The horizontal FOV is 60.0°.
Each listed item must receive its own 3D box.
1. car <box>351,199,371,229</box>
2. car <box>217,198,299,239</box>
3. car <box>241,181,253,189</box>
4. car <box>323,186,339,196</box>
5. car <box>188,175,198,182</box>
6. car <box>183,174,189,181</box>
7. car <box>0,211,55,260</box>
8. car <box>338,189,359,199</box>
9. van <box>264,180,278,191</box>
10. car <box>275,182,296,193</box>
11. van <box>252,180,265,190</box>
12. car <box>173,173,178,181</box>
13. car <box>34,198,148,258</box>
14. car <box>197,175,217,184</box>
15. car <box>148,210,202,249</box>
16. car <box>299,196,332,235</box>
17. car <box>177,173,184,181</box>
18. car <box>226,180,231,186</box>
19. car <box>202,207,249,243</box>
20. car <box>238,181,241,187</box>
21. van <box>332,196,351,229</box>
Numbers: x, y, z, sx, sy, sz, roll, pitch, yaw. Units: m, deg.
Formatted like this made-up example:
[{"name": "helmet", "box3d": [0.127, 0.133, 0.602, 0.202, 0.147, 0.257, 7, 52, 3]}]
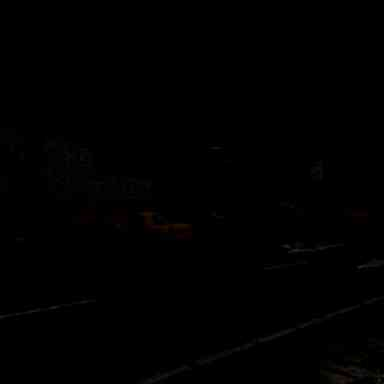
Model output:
[{"name": "car", "box3d": [10.046, 1.583, 23.522, 4.553, 1.767, 2.185, -1, -1, 35]}, {"name": "car", "box3d": [2.593, 1.366, 18.387, 5.566, 2.045, 2.435, -1, -1, 35]}, {"name": "car", "box3d": [12.929, -1.389, 69.457, 1.946, 1.575, 5.366, 7, 3, 35]}, {"name": "car", "box3d": [23.214, -0.006, 54.514, 2.435, 2.045, 5.566, 7, 3, 35]}, {"name": "car", "box3d": [2.391, -3.277, 84.003, 2.435, 2.045, 5.566, 7, 3, 34]}, {"name": "car", "box3d": [0.594, -3.429, 86.468, 2.185, 1.767, 4.553, 6, 2, 34]}, {"name": "car", "box3d": [-7.197, 1.527, 11.414, 4.792, 1.488, 2.163, -1, -1, 34]}, {"name": "car", "box3d": [24.904, 0.556, 52.041, 2.002, 1.452, 4.674, 7, 3, 35]}, {"name": "van", "box3d": [16.237, -1.071, 64.257, 1.878, 1.987, 4.442, 8, 3, 35]}, {"name": "car", "box3d": [17.997, -0.572, 61.895, 2.231, 1.521, 4.892, 7, 3, 35]}, {"name": "van", "box3d": [14.506, -1.344, 66.727, 1.878, 1.987, 4.442, 8, 3, 35]}, {"name": "car", "box3d": [-2.910, -3.941, 91.283, 2.435, 2.045, 5.566, 1, -2, 34]}, {"name": "car", "box3d": [-4.752, 1.276, 13.164, 5.566, 2.045, 2.435, -1, -1, 34]}, {"name": "car", "box3d": [4.242, -2.752, 81.744, 1.946, 1.575, 5.366, 7, 3, 34]}, {"name": "car", "box3d": [-2.437, 1.556, 14.994, 5.366, 1.575, 1.946, -1, -1, 34]}, {"name": "car", "box3d": [5.104, 1.396, 20.095, 5.566, 2.045, 2.435, -1, -2, 35]}, {"name": "car", "box3d": [-1.137, -3.663, 88.936, 2.185, 1.767, 4.553, 4, 0, 33]}, {"name": "car", "box3d": [9.352, -1.895, 74.237, 2.002, 1.452, 4.674, 7, 3, 35]}, {"name": "car", "box3d": [0.167, 1.627, 16.625, 4.674, 1.452, 2.002, -1, -1, 35]}, {"name": "car", "box3d": [11.096, -1.622, 71.776, 2.002, 1.452, 4.674, 7, 3, 35]}, {"name": "van", "box3d": [7.640, 1.451, 21.769, 4.442, 1.987, 1.878, -1, -1, 35]}]
